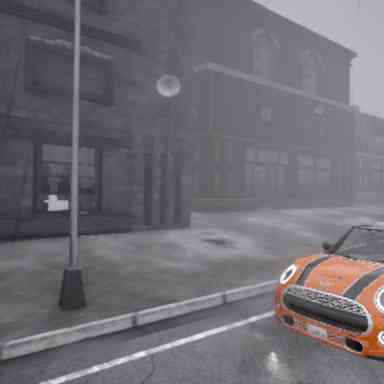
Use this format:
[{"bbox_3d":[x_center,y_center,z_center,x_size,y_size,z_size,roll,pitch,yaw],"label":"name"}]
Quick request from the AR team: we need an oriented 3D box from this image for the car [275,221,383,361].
[{"bbox_3d":[3.571,1.350,5.926,4.553,1.767,2.097,0,0,-36],"label":"car"}]
